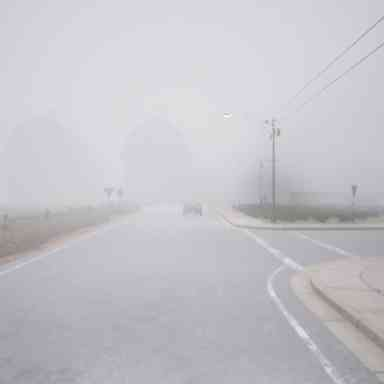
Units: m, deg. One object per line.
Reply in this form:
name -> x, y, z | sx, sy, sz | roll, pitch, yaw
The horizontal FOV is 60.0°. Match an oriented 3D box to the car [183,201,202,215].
car -> 0.064, 1.596, 34.029 | 1.895, 1.301, 4.718 | 0, 0, 0

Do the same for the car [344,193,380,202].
car -> 29.142, 1.253, 57.194 | 5.566, 2.045, 2.150 | 0, 0, 0

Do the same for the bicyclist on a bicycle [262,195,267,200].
bicyclist on a bicycle -> 12.410, 1.370, 57.337 | 1.656, 1.620, 0.582 | 0, 0, 33

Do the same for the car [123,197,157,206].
car -> -8.260, 1.539, 52.549 | 5.357, 1.411, 2.033 | 0, 0, 16
